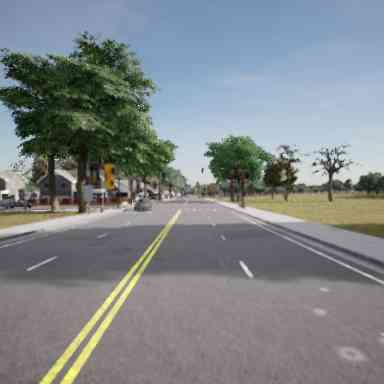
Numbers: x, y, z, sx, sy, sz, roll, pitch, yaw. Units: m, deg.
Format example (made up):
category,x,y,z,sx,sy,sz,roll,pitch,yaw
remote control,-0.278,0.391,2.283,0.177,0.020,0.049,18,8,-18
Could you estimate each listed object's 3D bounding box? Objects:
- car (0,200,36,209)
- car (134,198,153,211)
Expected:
category,x,y,z,sx,sy,sz,roll,pitch,yaw
car,-28.913,2.027,55.078,5.357,1.411,2.033,-1,1,0
car,-6.529,1.661,45.043,2.097,1.767,4.553,0,0,0
